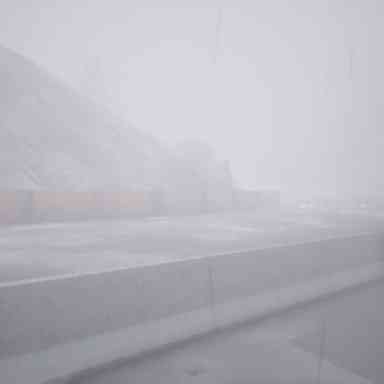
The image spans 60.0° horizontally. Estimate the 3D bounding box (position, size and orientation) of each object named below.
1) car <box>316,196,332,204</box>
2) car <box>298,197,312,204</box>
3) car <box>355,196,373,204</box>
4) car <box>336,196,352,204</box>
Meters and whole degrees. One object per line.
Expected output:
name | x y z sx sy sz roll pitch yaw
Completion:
car | 24.842 1.509 62.658 1.882 1.535 5.008 0 0 8
car | 21.371 1.652 63.108 1.895 1.301 4.718 0 0 8
car | 31.776 1.558 61.699 1.812 1.442 4.674 0 0 8
car | 28.309 1.558 62.179 1.812 1.442 4.674 0 0 8
